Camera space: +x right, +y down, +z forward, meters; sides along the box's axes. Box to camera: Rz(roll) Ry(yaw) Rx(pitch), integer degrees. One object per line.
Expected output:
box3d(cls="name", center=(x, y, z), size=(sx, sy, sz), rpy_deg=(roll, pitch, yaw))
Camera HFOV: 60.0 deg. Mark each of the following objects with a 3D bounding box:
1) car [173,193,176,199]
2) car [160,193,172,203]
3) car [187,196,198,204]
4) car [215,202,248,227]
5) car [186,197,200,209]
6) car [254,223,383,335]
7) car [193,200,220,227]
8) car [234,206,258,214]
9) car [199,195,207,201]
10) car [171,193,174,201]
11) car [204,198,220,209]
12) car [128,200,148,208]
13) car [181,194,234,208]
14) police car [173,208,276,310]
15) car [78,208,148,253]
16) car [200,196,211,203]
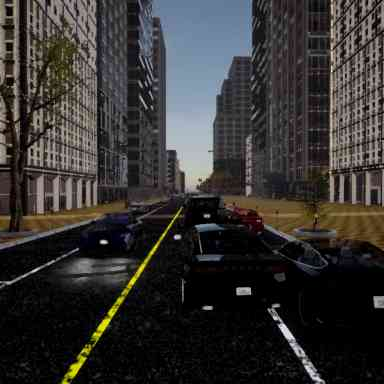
box3d(cls="car", center=(-5.572, 1.271, 85.686), size=(2.192, 1.841, 5.009), rpy_deg=(-1, 0, 0))
box3d(cls="car", center=(-5.595, 1.495, 68.592), size=(1.752, 1.417, 4.829), rpy_deg=(-1, 0, 0))
box3d(cls="car", center=(0.094, 1.522, 62.011), size=(2.033, 1.411, 5.357), rpy_deg=(0, 0, 0))
box3d(cls="car", center=(2.719, 1.518, 23.796), size=(1.752, 1.417, 4.829), rpy_deg=(-1, 0, 0))
box3d(cls="car", center=(0.120, 1.461, 46.568), size=(1.882, 1.535, 5.008), rpy_deg=(0, 0, 1))
box3d(cls="car", center=(2.694, 1.564, 6.698), size=(1.947, 1.339, 4.313), rpy_deg=(-1, 0, 0))
box3d(cls="car", center=(0.937, 1.448, 24.152), size=(1.801, 1.575, 5.366), rpy_deg=(0, 0, 0))
box3d(cls="car", center=(2.710, 1.540, 17.983), size=(1.887, 1.381, 4.507), rpy_deg=(-1, 0, 0))
box3d(cls="car", center=(2.812, 1.506, 85.697), size=(2.008, 1.369, 4.403), rpy_deg=(-1, 0, 0))
box3d(cls="car", center=(-5.586, 1.547, 74.403), size=(1.802, 1.307, 4.206), rpy_deg=(-1, 0, 0))
box3d(cls="car", center=(2.752, 1.528, 46.198), size=(1.887, 1.381, 4.507), rpy_deg=(-1, 0, 0))
box3d(cls="car", center=(-5.645, 1.539, 34.913), size=(2.008, 1.369, 4.403), rpy_deg=(-1, 0, 0))
box3d(cls="car", center=(0.693, 1.210, 17.983), size=(2.150, 2.045, 5.566), rpy_deg=(-1, 0, 0))
box3d(cls="police car", center=(0.619, 1.423, 8.029), size=(1.930, 1.638, 5.238), rpy_deg=(0, 0, -5))
box3d(cls="car", center=(-3.079, 1.560, 13.576), size=(1.994, 1.385, 4.181), rpy_deg=(0, 0, 0))
box3d(cls="car", center=(2.786, 1.520, 68.768), size=(2.008, 1.369, 4.403), rpy_deg=(-1, 0, 0))
